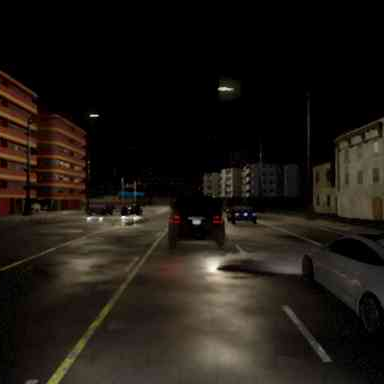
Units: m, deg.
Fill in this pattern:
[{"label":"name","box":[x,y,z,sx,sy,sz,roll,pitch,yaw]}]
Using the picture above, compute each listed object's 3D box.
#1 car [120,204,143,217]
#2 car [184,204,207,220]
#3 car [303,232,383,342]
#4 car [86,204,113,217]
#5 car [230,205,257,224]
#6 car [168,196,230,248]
[{"label":"car","box":[-6.831,2.083,37.885,1.994,1.385,4.181,0,-2,1]},{"label":"car","box":[0.310,1.861,31.586,1.994,1.385,4.181,0,-2,0]},{"label":"car","box":[3.592,1.485,6.266,1.812,1.442,4.674,0,0,1]},{"label":"car","box":[-10.336,2.053,37.711,2.033,1.411,5.357,0,-2,0]},{"label":"car","box":[3.757,1.679,25.663,2.033,1.411,5.357,0,-1,1]},{"label":"car","box":[0.188,1.176,14.503,2.150,2.045,5.566,0,0,1]}]
